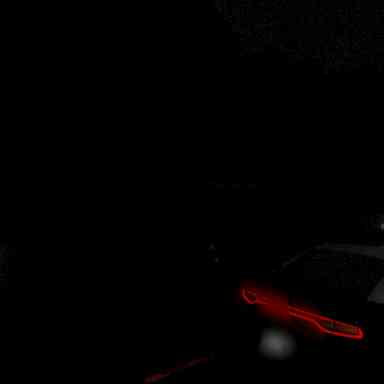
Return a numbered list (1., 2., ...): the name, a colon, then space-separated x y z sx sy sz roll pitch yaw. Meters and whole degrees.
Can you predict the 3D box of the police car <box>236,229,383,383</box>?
1. police car: 3.006 1.419 5.086 5.238 1.638 1.930 0 0 -35
